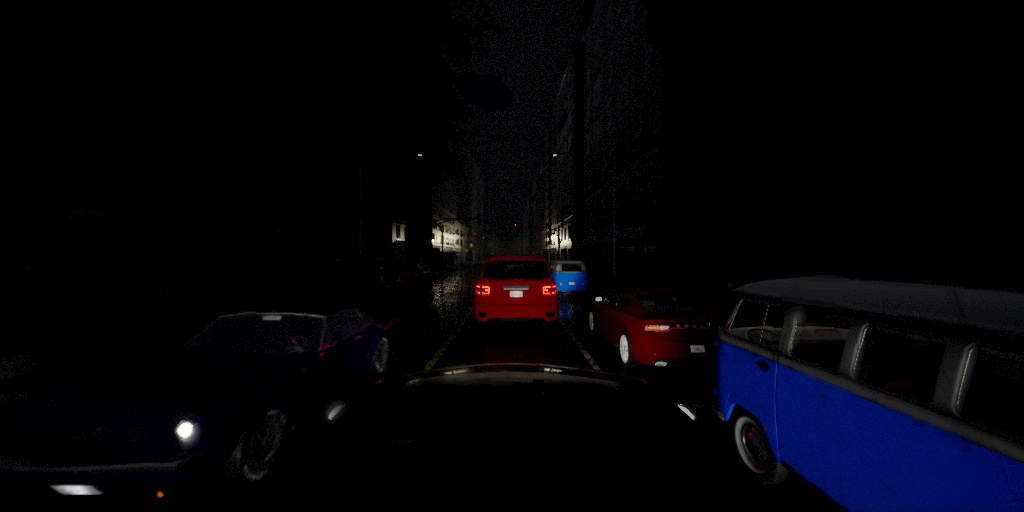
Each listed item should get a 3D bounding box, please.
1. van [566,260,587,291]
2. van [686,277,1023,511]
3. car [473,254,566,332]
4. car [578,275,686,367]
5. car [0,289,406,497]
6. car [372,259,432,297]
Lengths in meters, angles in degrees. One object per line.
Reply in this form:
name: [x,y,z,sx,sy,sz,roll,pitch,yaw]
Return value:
van: [2.881,1.086,19.071,1.690,1.789,3.998,0,0,0]
van: [2.856,1.091,2.089,1.690,1.789,3.998,0,0,0]
car: [0.114,0.970,10.972,2.150,2.045,5.566,0,0,0]
car: [2.864,1.294,7.750,1.888,1.381,4.507,0,0,0]
car: [-3.097,1.351,4.753,1.895,1.301,4.718,0,0,0]
car: [-5.644,1.060,19.043,2.192,1.841,5.009,0,0,0]
